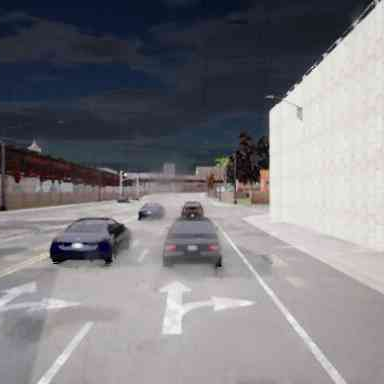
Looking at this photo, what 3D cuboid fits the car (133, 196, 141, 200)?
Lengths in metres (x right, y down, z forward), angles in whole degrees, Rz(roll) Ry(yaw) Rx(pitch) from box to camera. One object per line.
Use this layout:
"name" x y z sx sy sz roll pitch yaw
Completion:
"car" -13.945 1.677 83.503 1.837 1.490 4.892 0 0 0

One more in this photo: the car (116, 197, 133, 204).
"car" -13.956 1.696 67.670 2.033 1.411 5.357 0 0 0

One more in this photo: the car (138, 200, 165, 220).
"car" -3.434 1.632 28.958 1.994 1.385 4.181 0 0 0

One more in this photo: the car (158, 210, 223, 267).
"car" 0.028 1.574 11.541 2.033 1.411 5.357 0 0 0

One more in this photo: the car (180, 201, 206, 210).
"car" 0.074 1.572 28.748 1.837 1.490 4.892 0 0 1

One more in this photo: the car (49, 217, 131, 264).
"car" -3.456 1.592 12.022 1.994 1.385 4.181 0 0 0
